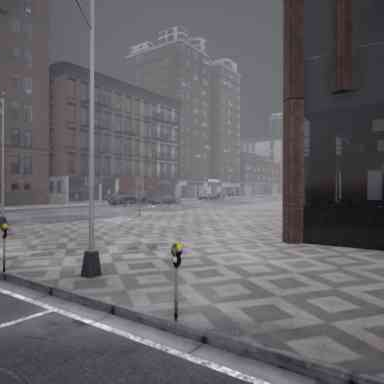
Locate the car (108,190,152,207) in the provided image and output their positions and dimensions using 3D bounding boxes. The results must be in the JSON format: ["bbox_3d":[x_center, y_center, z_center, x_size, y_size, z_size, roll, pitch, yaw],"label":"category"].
[{"bbox_3d":[-8.142,0.738,42.667,2.150,2.045,5.566,0,1,36],"label":"car"}]

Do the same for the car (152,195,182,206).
[{"bbox_3d":[-3.566,1.036,43.465,2.033,1.411,5.357,0,1,36],"label":"car"}]

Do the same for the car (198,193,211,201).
[{"bbox_3d":[3.020,0.919,58.035,1.895,1.301,4.718,0,1,36],"label":"car"}]

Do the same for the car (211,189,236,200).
[{"bbox_3d":[5.694,0.249,56.181,2.097,1.767,4.553,0,1,36],"label":"car"}]
